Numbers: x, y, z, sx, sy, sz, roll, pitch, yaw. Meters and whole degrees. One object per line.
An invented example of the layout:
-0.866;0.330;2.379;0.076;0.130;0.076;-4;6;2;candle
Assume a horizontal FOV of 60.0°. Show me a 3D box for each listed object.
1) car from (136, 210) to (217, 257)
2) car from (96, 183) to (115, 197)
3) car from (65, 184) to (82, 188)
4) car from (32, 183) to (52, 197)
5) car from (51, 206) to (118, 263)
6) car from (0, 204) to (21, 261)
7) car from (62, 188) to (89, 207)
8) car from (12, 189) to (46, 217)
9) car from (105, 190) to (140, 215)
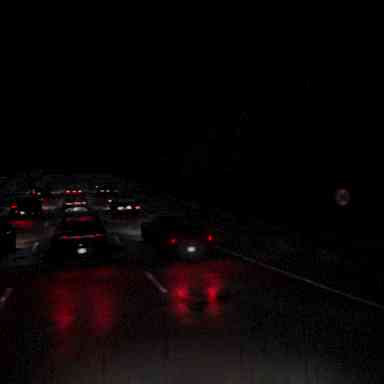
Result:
-0.759;1.605;13.325;1.895;1.301;4.718;-2;2;-19;car
-10.003;-0.331;38.693;2.033;1.411;5.357;-2;6;-20;car
-13.511;-0.241;38.132;1.895;1.301;4.718;-2;6;-19;car
-16.948;-0.259;37.356;1.812;1.442;4.674;-2;7;-19;car
-4.270;1.587;12.752;2.128;1.511;4.902;-2;2;-19;car
-7.536;1.550;11.485;2.097;1.767;4.553;-2;2;-19;car
-9.239;0.856;26.445;2.128;1.511;4.902;-2;5;-19;car
-12.551;0.969;25.318;1.837;1.490;4.892;-2;6;-19;car
-5.234;0.972;25.606;2.033;1.411;5.357;-2;5;-19;car
